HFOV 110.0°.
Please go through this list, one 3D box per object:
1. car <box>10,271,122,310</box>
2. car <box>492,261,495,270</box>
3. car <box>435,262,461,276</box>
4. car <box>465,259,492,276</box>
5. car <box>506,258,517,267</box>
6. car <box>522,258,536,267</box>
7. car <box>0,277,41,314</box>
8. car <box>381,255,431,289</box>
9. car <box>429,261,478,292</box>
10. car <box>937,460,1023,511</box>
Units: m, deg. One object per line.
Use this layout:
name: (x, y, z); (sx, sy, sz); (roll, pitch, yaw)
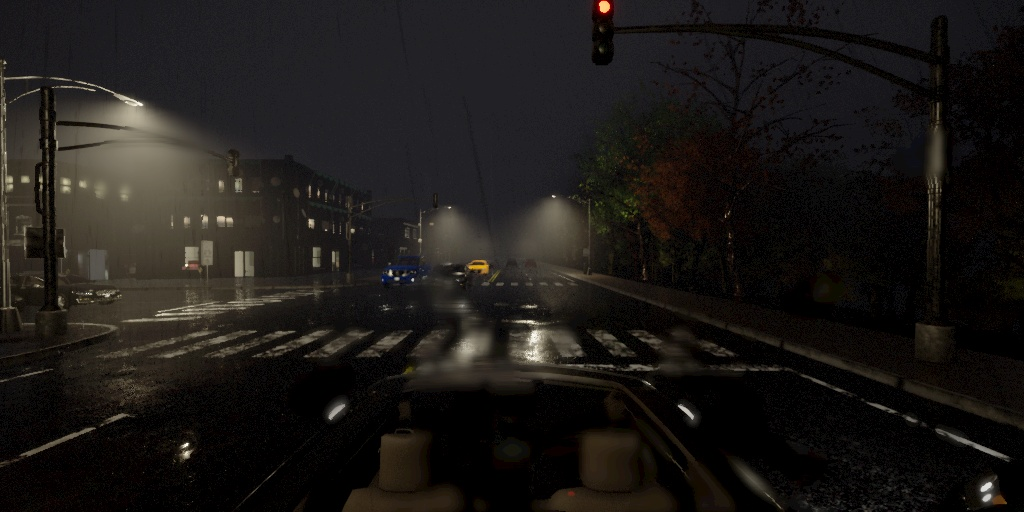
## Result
car: (-19.619, 1.472, 15.223); (4.892, 1.490, 1.837); (-1, 1, 0)
car: (-3.450, 1.332, 52.664); (1.895, 1.301, 4.718); (0, 0, 0)
car: (-6.675, 1.302, 37.630); (1.994, 1.385, 4.181); (0, 0, 0)
car: (-3.423, 1.216, 37.049); (1.882, 1.535, 5.008); (0, 1, 0)
car: (-0.032, 1.204, 63.789); (1.882, 1.535, 5.008); (0, 0, 0)
car: (3.220, 1.204, 63.208); (1.882, 1.535, 5.008); (0, 0, 0)
car: (-19.970, 1.565, 12.517); (4.313, 1.339, 1.948); (0, 0, 0)
car: (-6.646, 0.966, 23.468); (2.150, 2.045, 5.566); (0, 0, 0)
car: (-3.393, 1.252, 21.568); (1.837, 1.490, 4.892); (0, -1, 0)
car: (3.355, 1.314, 0.201); (1.994, 1.385, 4.181); (0, 0, 0)
